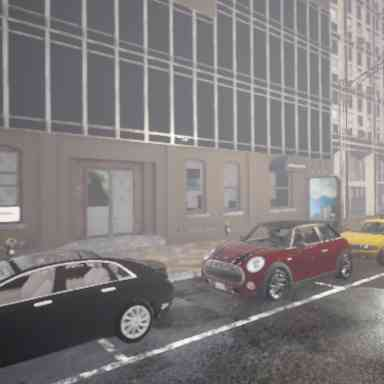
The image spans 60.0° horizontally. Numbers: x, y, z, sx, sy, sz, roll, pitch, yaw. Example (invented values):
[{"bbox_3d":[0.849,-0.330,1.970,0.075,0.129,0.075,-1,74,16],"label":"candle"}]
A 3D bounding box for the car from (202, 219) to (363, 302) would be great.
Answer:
[{"bbox_3d":[2.187,1.463,8.282,4.097,1.590,1.967,0,0,-37],"label":"car"}]

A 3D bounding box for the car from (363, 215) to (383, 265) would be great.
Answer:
[{"bbox_3d":[6.563,1.523,11.577,4.829,1.417,1.752,0,0,-37],"label":"car"}]

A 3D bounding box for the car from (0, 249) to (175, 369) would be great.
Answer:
[{"bbox_3d":[-2.324,1.600,4.882,4.403,1.369,2.008,0,0,-37],"label":"car"}]

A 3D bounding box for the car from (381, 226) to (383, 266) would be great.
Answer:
[{"bbox_3d":[6.855,1.544,8.440,4.181,1.385,1.994,0,0,-37],"label":"car"}]
